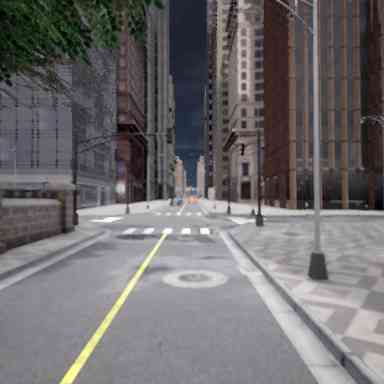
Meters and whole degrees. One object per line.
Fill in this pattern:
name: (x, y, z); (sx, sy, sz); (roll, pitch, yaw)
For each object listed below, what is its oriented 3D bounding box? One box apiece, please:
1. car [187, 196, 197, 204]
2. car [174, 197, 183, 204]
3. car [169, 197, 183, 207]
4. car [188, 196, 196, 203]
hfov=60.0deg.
car: (0.052, 1.804, 75.772); (2.097, 1.767, 4.553); (0, 0, 0)
car: (-2.949, 1.966, 75.089); (1.812, 1.442, 4.674); (0, 0, 0)
car: (-3.000, 1.870, 59.586); (1.812, 1.442, 4.674); (0, 0, 1)
car: (0.058, 1.902, 85.838); (1.882, 1.535, 5.008); (0, 0, 0)
